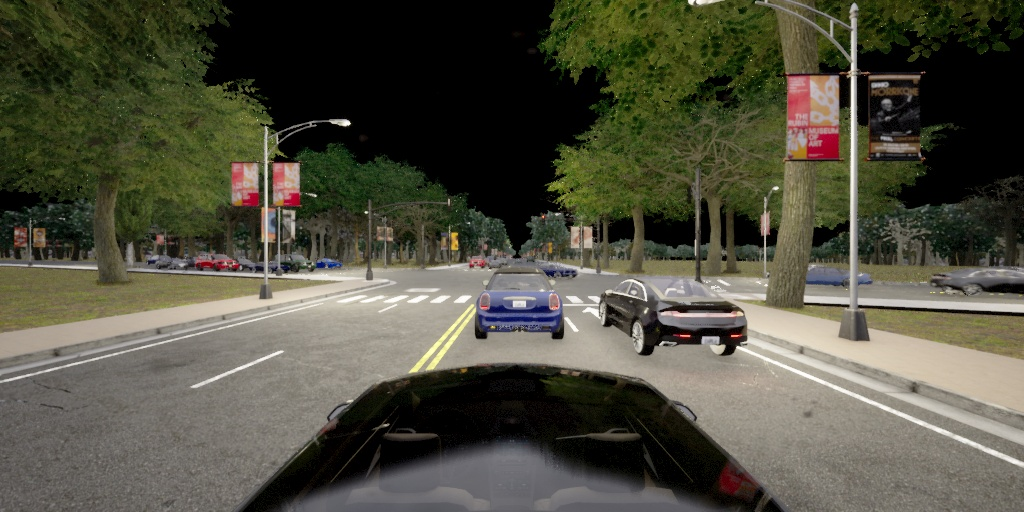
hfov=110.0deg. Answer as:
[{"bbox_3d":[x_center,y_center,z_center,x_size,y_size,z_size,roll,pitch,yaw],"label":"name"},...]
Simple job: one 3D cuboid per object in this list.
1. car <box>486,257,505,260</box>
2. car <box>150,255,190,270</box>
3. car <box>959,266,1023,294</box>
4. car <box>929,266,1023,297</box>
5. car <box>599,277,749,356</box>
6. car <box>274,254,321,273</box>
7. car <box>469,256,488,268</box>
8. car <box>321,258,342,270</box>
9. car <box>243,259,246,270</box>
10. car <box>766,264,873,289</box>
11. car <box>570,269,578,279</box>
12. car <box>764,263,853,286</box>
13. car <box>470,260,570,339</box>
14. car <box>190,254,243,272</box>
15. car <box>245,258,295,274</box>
[{"bbox_3d":[-2.374,1.256,52.015,1.837,1.490,4.892,0,0,0],"label":"car"},{"bbox_3d":[-44.261,1.017,46.700,4.902,1.511,2.128,0,0,24],"label":"car"},{"bbox_3d":[30.139,1.413,20.753,5.008,1.535,1.882,0,0,24],"label":"car"},{"bbox_3d":[25.718,1.408,18.965,4.902,1.511,2.128,0,0,24],"label":"car"},{"bbox_3d":[3.434,1.241,8.602,2.128,1.511,4.902,0,0,0],"label":"car"},{"bbox_3d":[-25.511,0.837,41.870,5.566,2.045,2.150,0,0,24],"label":"car"},{"bbox_3d":[-5.587,0.974,58.009,2.150,2.045,5.566,0,0,1],"label":"car"},{"bbox_3d":[-25.625,1.076,49.178,5.008,1.535,1.882,0,0,25],"label":"car"},{"bbox_3d":[-34.670,1.071,45.965,4.892,1.490,1.837,0,0,24],"label":"car"},{"bbox_3d":[21.158,1.427,24.790,5.357,1.411,2.033,0,0,21],"label":"car"},{"bbox_3d":[3.640,1.374,32.004,1.895,1.301,4.718,0,0,-37],"label":"car"},{"bbox_3d":[22.625,1.371,27.659,4.902,1.511,2.128,0,0,26],"label":"car"},{"bbox_3d":[0.199,1.101,10.192,2.097,1.767,4.553,0,0,1],"label":"car"},{"bbox_3d":[-35.070,0.793,42.575,5.566,2.045,2.150,0,0,24],"label":"car"},{"bbox_3d":[-26.006,1.222,38.514,4.718,1.301,1.895,0,0,27],"label":"car"}]
